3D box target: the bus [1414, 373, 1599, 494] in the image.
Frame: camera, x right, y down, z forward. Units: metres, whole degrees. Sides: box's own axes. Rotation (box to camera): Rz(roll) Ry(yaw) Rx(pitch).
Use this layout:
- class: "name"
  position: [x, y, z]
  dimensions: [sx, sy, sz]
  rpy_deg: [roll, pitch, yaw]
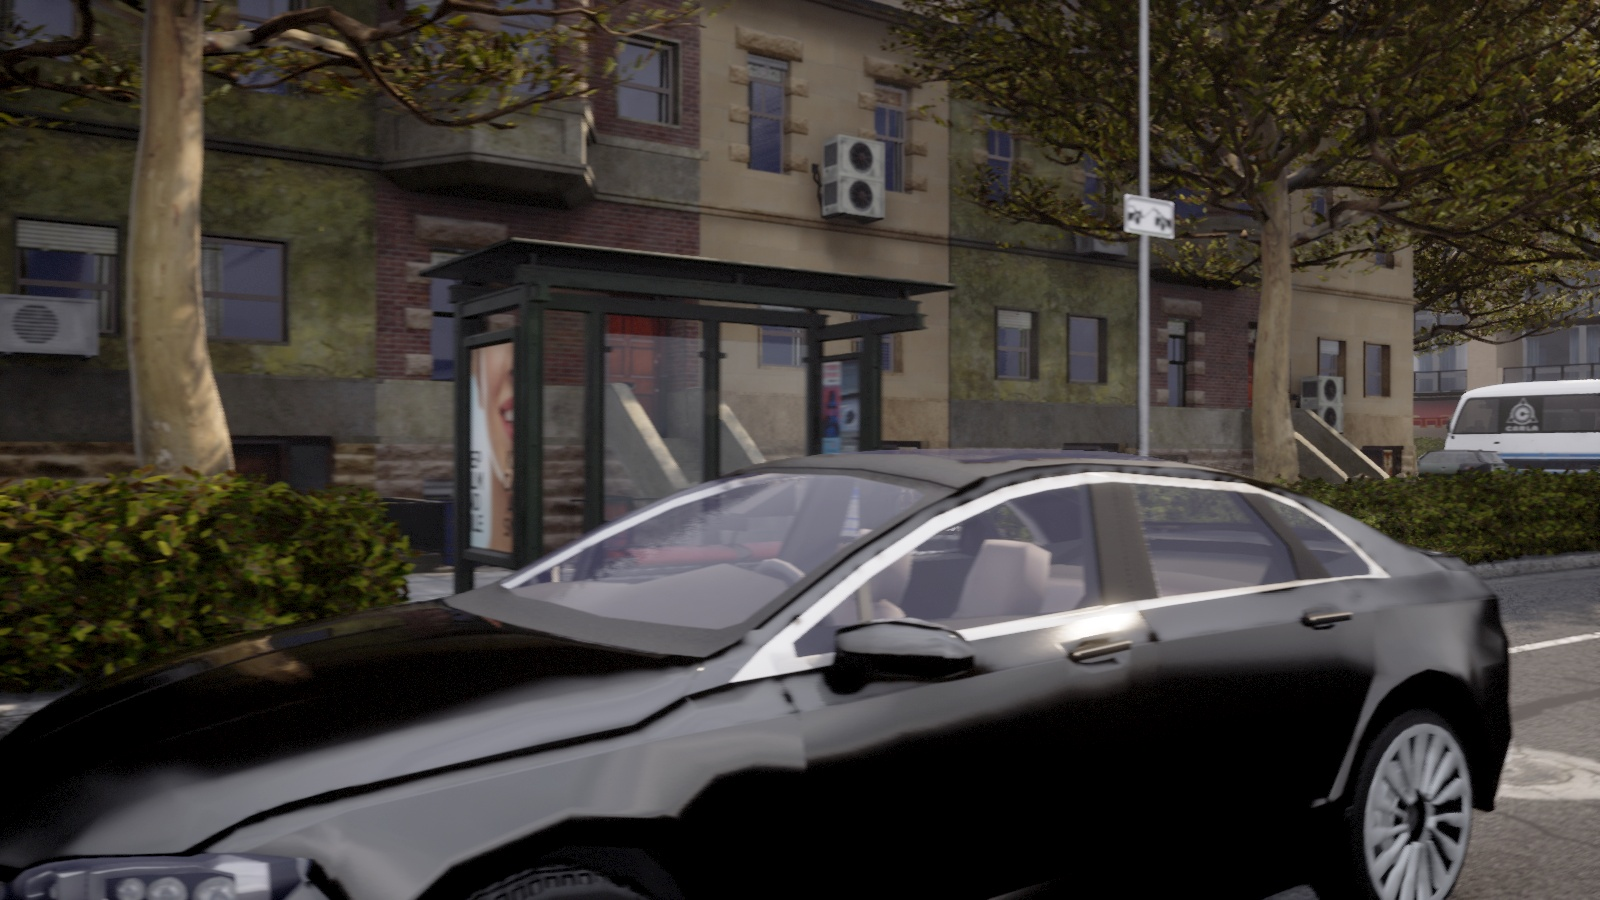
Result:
- class: "bus"
  position: [28.827, -0.579, 46.493]
  dimensions: [3.944, 4.253, 10.273]
  rpy_deg: [0, 0, -35]

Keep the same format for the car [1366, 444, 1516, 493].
- class: "car"
  position: [24.038, 0.668, 47.223]
  dimensions: [2.097, 1.767, 4.553]
  rpy_deg: [0, 0, -35]

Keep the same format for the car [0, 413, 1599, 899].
- class: "car"
  position: [0.146, 0.710, 3.760]
  dimensions: [4.902, 1.511, 2.128]
  rpy_deg: [0, 0, -35]
